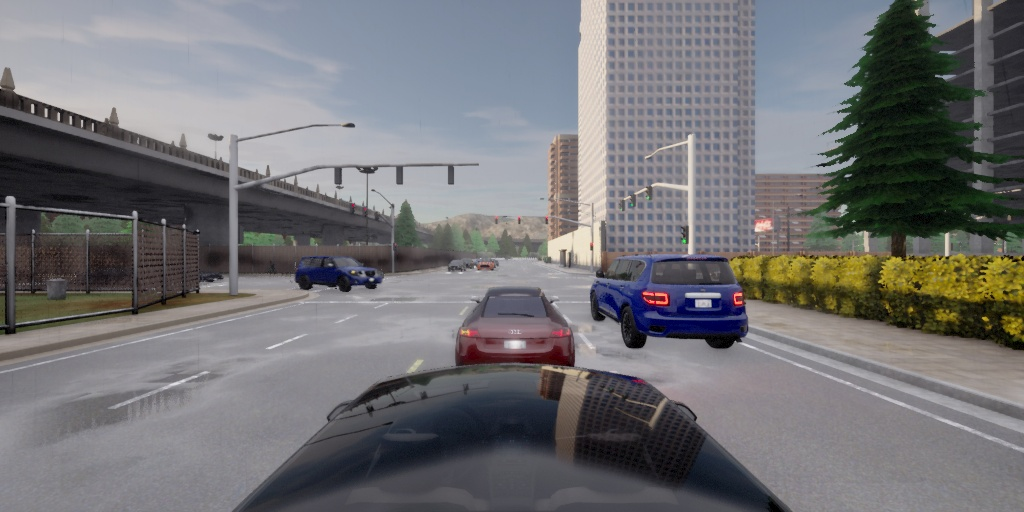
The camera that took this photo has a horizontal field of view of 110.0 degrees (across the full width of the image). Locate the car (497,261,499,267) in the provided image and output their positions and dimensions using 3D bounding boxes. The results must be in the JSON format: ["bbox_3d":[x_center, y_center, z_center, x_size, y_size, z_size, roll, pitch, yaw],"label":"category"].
[{"bbox_3d":[-3.595,1.242,58.888,2.128,1.511,4.902,0,0,0],"label":"car"}]

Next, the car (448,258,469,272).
[{"bbox_3d":[-7.103,1.255,46.673,1.837,1.490,4.892,0,0,0],"label":"car"}]

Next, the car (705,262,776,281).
[{"bbox_3d":[19.301,1.310,30.455,4.892,1.490,1.837,0,0,0],"label":"car"}]

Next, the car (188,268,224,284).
[{"bbox_3d":[-24.712,1.353,26.654,5.357,1.411,2.033,0,0,0],"label":"car"}]

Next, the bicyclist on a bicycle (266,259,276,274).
[{"bbox_3d":[-25.305,1.106,37.634,0.582,1.620,1.656,0,0,0],"label":"bicyclist on a bicycle"}]

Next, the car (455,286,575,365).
[{"bbox_3d":[0.062,1.314,7.447,1.994,1.385,4.181,0,0,0],"label":"car"}]

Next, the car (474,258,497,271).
[{"bbox_3d":[-3.597,1.102,49.816,2.097,1.767,4.553,0,0,0],"label":"car"}]

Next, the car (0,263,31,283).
[{"bbox_3d":[-38.998,1.158,26.629,4.553,1.767,2.097,0,0,0],"label":"car"}]

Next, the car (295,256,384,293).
[{"bbox_3d":[-10.360,1.010,21.323,5.566,2.045,2.150,-1,-1,26],"label":"car"}]

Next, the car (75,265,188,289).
[{"bbox_3d":[-24.702,1.353,23.154,5.357,1.411,2.033,0,0,0],"label":"car"}]

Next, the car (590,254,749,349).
[{"bbox_3d":[3.567,0.971,9.313,2.150,2.045,5.566,0,0,1],"label":"car"}]

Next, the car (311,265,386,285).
[{"bbox_3d":[-12.205,1.390,27.013,4.718,1.301,1.895,-1,0,-5],"label":"car"}]

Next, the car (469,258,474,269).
[{"bbox_3d":[-7.101,1.102,55.557,2.097,1.767,4.553,0,0,0],"label":"car"}]
